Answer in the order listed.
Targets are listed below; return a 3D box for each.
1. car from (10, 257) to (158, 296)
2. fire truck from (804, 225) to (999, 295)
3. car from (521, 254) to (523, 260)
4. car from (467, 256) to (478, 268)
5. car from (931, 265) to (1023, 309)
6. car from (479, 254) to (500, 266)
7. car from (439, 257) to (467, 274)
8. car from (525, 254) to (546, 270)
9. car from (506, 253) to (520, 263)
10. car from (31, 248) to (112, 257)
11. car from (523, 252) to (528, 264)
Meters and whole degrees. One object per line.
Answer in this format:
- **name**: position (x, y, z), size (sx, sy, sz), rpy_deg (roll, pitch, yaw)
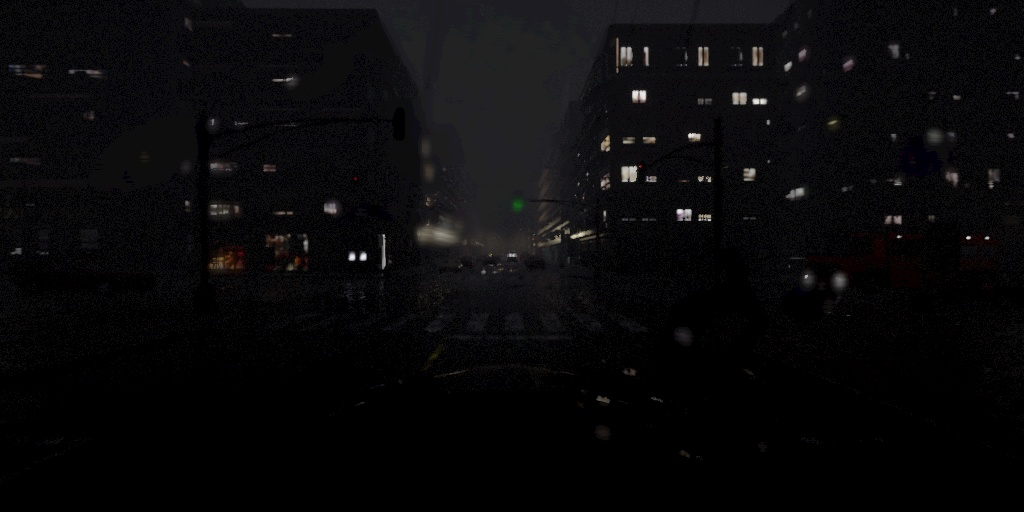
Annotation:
- **car**: position (-17.259, 0.841, 14.689), size (4.507, 1.381, 1.888), rpy_deg (0, 0, 0)
- **fire truck**: position (22.103, 0.227, 20.677), size (8.468, 3.827, 2.891), rpy_deg (1, 0, 0)
- **car**: position (2.706, 0.626, 55.906), size (1.802, 1.307, 4.207), rpy_deg (0, 0, 0)
- **car**: position (-5.678, 0.732, 44.876), size (1.888, 1.381, 4.507), rpy_deg (0, 0, 0)
- **car**: position (20.839, 1.322, 15.008), size (4.097, 1.591, 1.967), rpy_deg (0, 0, 0)
- **car**: position (-3.041, 0.720, 50.130), size (1.895, 1.301, 4.718), rpy_deg (0, 1, 1)
- **car**: position (-5.680, 0.856, 33.661), size (1.751, 1.417, 4.829), rpy_deg (0, 0, 0)
- **car**: position (2.702, 0.803, 39.337), size (1.888, 1.381, 4.507), rpy_deg (0, 0, 0)
- **car**: position (0.019, 0.525, 65.202), size (1.895, 1.301, 4.718), rpy_deg (0, 1, 0)
- **car**: position (-28.640, 0.407, 22.985), size (5.009, 1.841, 2.192), rpy_deg (0, 0, 0)
- **car**: position (2.703, 0.626, 44.860), size (1.967, 1.591, 4.097), rpy_deg (0, 0, 0)
